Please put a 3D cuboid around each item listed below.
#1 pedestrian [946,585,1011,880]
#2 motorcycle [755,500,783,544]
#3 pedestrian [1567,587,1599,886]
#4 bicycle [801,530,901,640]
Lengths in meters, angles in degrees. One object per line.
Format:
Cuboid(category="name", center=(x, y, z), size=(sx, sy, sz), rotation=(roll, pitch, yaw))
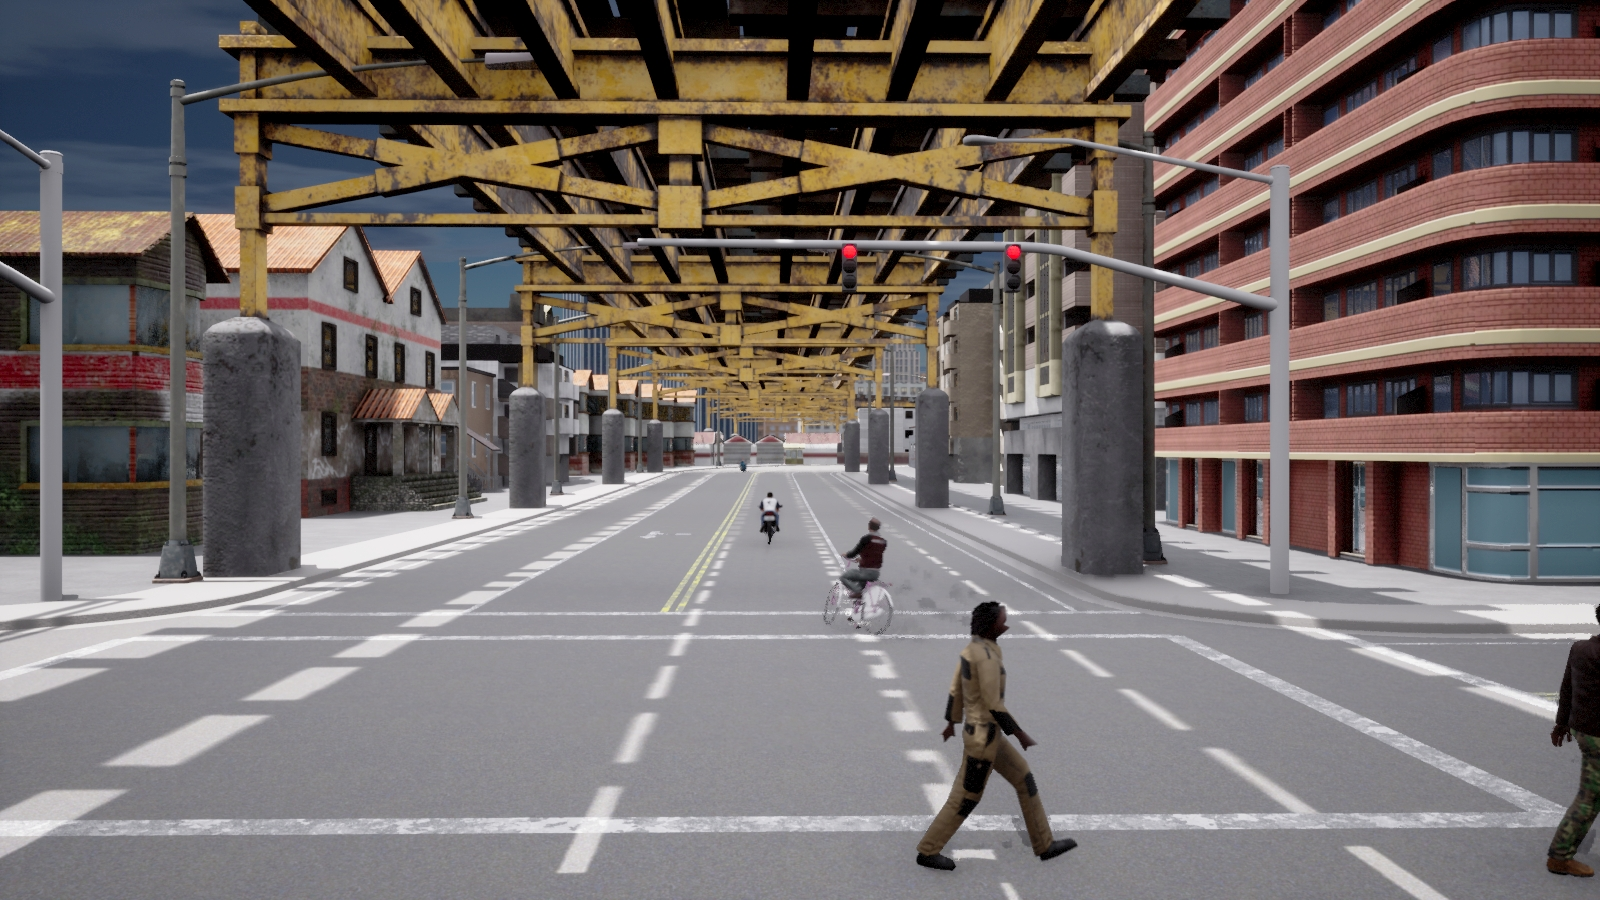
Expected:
Cuboid(category="pedestrian", center=(1.178, 1.848, 7.577), size=(0.375, 1.860, 0.375), rotation=(0, 0, 0))
Cuboid(category="motorcycle", center=(-0.931, 2.173, 34.716), size=(0.803, 1.224, 2.033), rotation=(0, 0, 0))
Cuboid(category="pedestrian", center=(5.291, 1.848, 7.442), size=(0.375, 1.860, 0.375), rotation=(0, 0, 11))
Cuboid(category="bicycle", center=(0.763, 2.046, 17.644), size=(0.329, 1.496, 1.835), rotation=(11, -6, -34))
